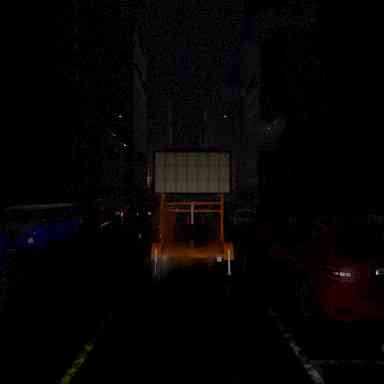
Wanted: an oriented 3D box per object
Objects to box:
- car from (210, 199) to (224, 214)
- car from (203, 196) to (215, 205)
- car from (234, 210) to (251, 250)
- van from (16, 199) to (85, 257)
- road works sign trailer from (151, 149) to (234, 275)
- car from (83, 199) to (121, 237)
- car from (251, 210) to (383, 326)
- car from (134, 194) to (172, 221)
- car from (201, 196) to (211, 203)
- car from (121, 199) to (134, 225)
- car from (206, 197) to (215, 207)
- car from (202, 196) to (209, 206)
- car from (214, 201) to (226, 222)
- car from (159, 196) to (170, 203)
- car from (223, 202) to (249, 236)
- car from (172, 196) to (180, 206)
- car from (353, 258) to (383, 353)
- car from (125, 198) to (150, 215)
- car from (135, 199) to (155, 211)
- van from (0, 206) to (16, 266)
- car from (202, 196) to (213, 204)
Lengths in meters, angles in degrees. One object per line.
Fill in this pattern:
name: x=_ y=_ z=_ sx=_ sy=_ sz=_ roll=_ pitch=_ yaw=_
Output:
car: x=2.878 y=1.551 z=29.340 sx=1.947 sy=1.339 sz=4.313 roll=-1 pitch=0 yaw=0
car: x=2.903 y=1.485 z=57.439 sx=1.752 sy=1.417 sz=4.829 roll=-1 pitch=0 yaw=0
car: x=2.863 y=1.577 z=12.582 sx=1.802 sy=1.307 sz=4.206 roll=-1 pitch=0 yaw=0
van: x=-5.672 y=1.336 z=12.589 sx=1.690 sy=1.788 sz=3.998 roll=-1 pitch=0 yaw=0
road works sign trailer: x=0.011 y=0.461 z=10.400 sx=2.380 sy=3.560 sz=2.880 roll=0 pitch=0 yaw=0
car: x=-5.669 y=1.307 z=18.175 sx=2.192 sy=1.841 sz=5.009 roll=-1 pitch=0 yaw=0
car: x=2.854 y=1.313 z=6.997 sx=2.192 sy=1.841 sz=5.009 roll=-1 pitch=0 yaw=0
car: x=-3.084 y=1.208 z=26.984 sx=2.150 sy=2.045 sz=5.566 roll=0 pitch=0 yaw=0
car: x=2.914 y=1.527 z=68.441 sx=1.802 sy=1.307 sz=4.206 roll=-1 pitch=0 yaw=0
car: x=-5.664 y=1.429 z=23.760 sx=1.967 sy=1.590 sz=4.097 roll=-1 pitch=0 yaw=0
car: x=2.883 y=1.532 z=34.926 sx=2.008 sy=1.369 sz=4.403 roll=-1 pitch=0 yaw=0
car: x=2.898 y=1.517 z=51.684 sx=2.008 sy=1.369 sz=4.403 roll=-1 pitch=0 yaw=0
car: x=2.873 y=1.555 z=23.754 sx=1.947 sy=1.339 sz=4.313 roll=-1 pitch=0 yaw=0
car: x=-5.631 y=1.490 z=68.446 sx=1.887 sy=1.381 sz=4.507 roll=-1 pitch=0 yaw=0
car: x=2.867 y=1.517 z=18.339 sx=1.752 sy=1.417 sz=4.829 roll=-1 pitch=0 yaw=0
car: x=-2.965 y=1.453 z=54.994 sx=2.128 sy=1.511 sz=4.902 roll=0 pitch=0 yaw=0
car: x=2.852 y=1.525 z=1.581 sx=1.752 sy=1.417 sz=4.829 roll=-1 pitch=0 yaw=0
car: x=-5.656 y=1.421 z=34.931 sx=1.967 sy=1.590 sz=4.097 roll=-1 pitch=0 yaw=0
car: x=-5.650 y=1.559 z=40.518 sx=1.802 sy=1.307 sz=4.206 roll=-1 pitch=0 yaw=0
van: x=-5.676 y=1.339 z=7.003 sx=1.690 sy=1.788 sz=3.998 roll=-1 pitch=0 yaw=0
car: x=2.909 y=1.518 z=62.856 sx=1.947 sy=1.339 sz=4.313 roll=-1 pitch=0 yaw=0
